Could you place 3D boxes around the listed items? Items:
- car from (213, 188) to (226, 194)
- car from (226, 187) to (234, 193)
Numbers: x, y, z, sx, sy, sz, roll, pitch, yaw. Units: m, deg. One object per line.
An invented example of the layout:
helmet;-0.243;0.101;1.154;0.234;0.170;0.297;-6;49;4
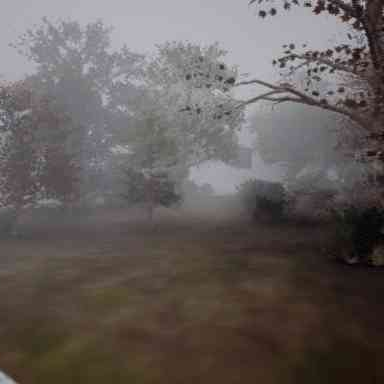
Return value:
car;5.518;-0.281;89.091;5.366;1.575;1.946;-4;1;-23
car;10.578;-0.634;91.281;5.366;1.575;1.946;-4;1;-23
